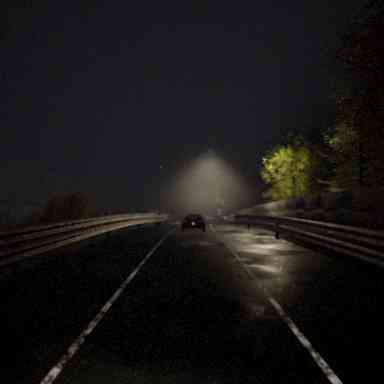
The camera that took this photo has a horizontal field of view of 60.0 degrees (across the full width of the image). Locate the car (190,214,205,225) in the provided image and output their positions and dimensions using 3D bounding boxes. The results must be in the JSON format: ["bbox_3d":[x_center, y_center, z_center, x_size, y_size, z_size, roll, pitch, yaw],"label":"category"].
[{"bbox_3d":[0.788,3.733,44.988,1.812,1.442,4.674,0,-4,3],"label":"car"}]

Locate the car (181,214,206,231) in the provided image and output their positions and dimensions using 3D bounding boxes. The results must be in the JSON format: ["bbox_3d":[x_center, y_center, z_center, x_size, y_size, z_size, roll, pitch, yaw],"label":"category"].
[{"bbox_3d":[0.154,2.555,28.101,1.994,1.385,4.181,0,-3,1],"label":"car"}]
